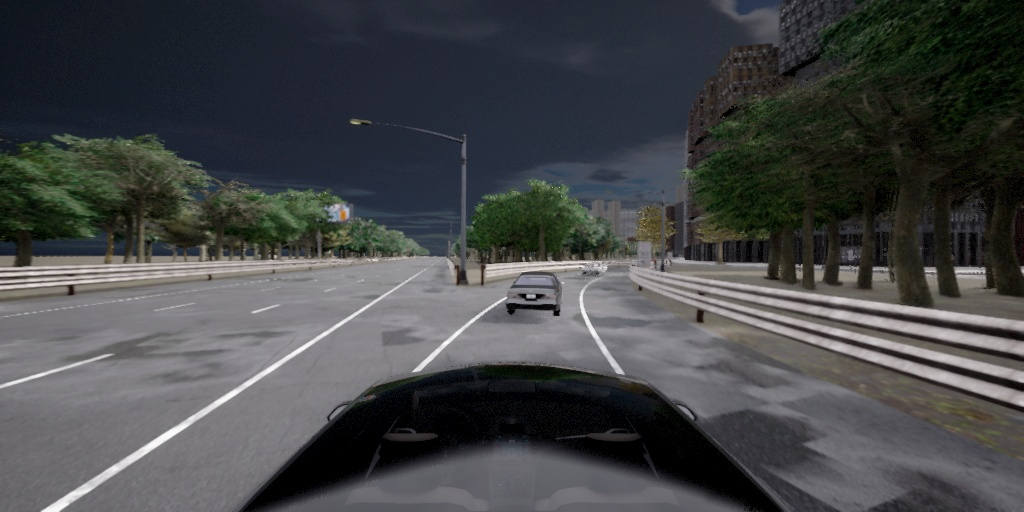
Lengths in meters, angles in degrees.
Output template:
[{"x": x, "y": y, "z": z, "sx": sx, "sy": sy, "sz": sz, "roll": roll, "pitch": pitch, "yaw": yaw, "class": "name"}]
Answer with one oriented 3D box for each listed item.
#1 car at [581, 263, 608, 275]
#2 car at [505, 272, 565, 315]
[{"x": 9.145, "y": 1.399, "z": 39.337, "sx": 1.895, "sy": 1.301, "sz": 4.718, "roll": 0, "pitch": 0, "yaw": 27, "class": "car"}, {"x": 0.979, "y": 1.307, "z": 13.683, "sx": 2.033, "sy": 1.411, "sz": 5.357, "roll": 0, "pitch": 0, "yaw": 9, "class": "car"}]
